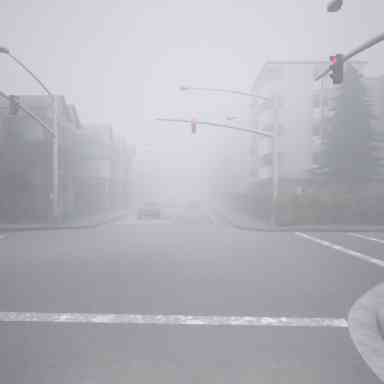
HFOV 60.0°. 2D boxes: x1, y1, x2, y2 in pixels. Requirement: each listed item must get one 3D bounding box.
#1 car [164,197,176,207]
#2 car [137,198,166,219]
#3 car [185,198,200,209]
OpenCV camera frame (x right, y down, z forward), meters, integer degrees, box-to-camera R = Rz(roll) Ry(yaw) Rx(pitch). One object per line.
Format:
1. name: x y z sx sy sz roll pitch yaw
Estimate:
1. car: -3.520 1.492 50.280 2.128 1.511 4.902 0 0 1
2. car: -3.595 1.505 28.970 1.837 1.490 4.892 0 0 0
3. car: 0.104 1.526 45.561 1.812 1.442 4.674 0 0 0
